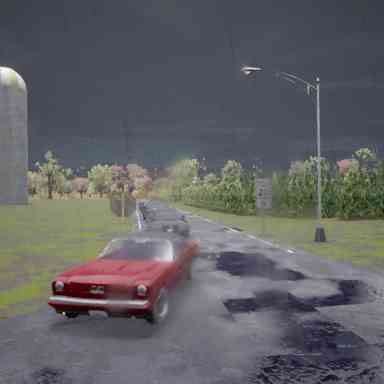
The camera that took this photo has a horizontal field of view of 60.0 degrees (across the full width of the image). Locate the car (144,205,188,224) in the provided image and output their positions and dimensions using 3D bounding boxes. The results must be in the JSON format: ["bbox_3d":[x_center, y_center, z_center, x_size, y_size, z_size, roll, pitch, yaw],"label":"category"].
[{"bbox_3d":[-1.353,1.649,17.798,1.994,1.385,4.181,-1,0,-10],"label":"car"}]

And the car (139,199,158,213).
[{"bbox_3d":[-5.608,1.682,42.084,2.128,1.511,4.902,-1,0,-10],"label":"car"}]

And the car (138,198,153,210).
[{"bbox_3d":[-6.734,1.695,48.170,1.882,1.535,5.008,-1,0,-11],"label":"car"}]

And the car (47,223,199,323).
[{"bbox_3d":[-1.116,1.657,7.525,1.895,1.301,4.718,-1,0,11],"label":"car"}]

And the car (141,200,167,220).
[{"bbox_3d":[-2.306,1.600,23.444,2.128,1.511,4.902,-1,0,-10],"label":"car"}]

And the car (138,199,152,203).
[{"bbox_3d":[-4.455,1.709,35.732,2.033,1.411,5.357,-1,0,-10],"label":"car"}]

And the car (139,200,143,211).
[{"bbox_3d":[-3.418,1.700,29.866,1.994,1.385,4.181,-1,0,-10],"label":"car"}]
